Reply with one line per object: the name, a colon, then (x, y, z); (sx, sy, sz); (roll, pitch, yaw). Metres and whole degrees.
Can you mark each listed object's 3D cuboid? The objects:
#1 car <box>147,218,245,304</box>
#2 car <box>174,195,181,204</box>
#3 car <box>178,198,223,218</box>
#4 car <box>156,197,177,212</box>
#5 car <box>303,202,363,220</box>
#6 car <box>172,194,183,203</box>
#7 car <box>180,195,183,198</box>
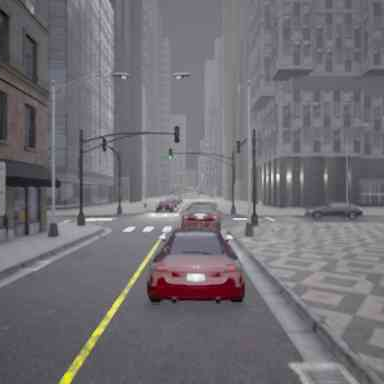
car: (0.100, 1.561, 8.203); (1.994, 1.385, 4.181); (0, 0, 1)
car: (-3.082, 1.558, 48.410); (2.033, 1.411, 5.357); (0, 0, 0)
car: (0.720, 1.349, 19.557); (2.097, 1.767, 4.553); (0, 0, 8)
car: (-3.087, 1.605, 38.758); (1.895, 1.301, 4.718); (0, 0, 0)
car: (11.749, 1.530, 27.799); (4.674, 1.442, 1.812); (0, 0, 1)
car: (-2.984, 1.379, 68.409); (2.097, 1.767, 4.553); (0, 0, 0)
car: (-3.056, 1.543, 58.177); (1.812, 1.442, 4.674); (0, 0, 0)
